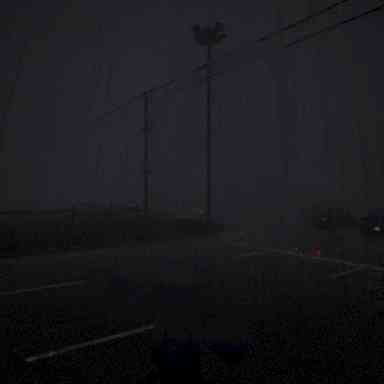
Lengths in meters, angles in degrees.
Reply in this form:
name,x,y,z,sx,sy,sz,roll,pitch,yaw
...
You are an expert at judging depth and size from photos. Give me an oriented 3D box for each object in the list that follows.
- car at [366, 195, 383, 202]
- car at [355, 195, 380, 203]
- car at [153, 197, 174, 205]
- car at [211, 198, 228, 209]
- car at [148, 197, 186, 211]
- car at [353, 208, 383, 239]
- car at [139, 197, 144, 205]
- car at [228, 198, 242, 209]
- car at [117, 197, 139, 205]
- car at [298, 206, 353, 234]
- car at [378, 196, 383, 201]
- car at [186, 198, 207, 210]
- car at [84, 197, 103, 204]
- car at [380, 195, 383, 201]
name,x,y,z,sx,sy,sz,roll,pitch,yaw
car,44.674,1.525,80.405,1.812,1.442,4.674,0,0,-14
car,38.815,1.413,73.037,2.097,1.767,4.553,0,0,-7
car,-5.322,1.591,61.343,1.994,1.385,4.181,0,0,-36
car,2.118,1.501,45.141,1.882,1.535,5.008,0,0,-36
car,-3.151,1.522,40.483,1.837,1.490,4.892,0,0,-36
car,10.118,1.491,16.469,5.008,1.535,1.882,0,0,-41
car,-8.131,1.572,59.233,2.033,1.411,5.357,0,0,-36
car,5.035,1.552,47.085,1.812,1.442,4.674,0,0,-36
car,-11.479,1.586,57.882,1.994,1.385,4.181,0,0,-36
car,7.863,1.539,19.136,4.674,1.442,1.812,0,0,-42
car,48.080,1.590,81.205,1.895,1.301,4.718,0,0,-14
car,-0.747,1.568,43.124,2.033,1.411,5.357,0,0,-36
car,-18.216,1.567,61.247,2.033,1.411,5.357,0,0,-36
car,42.491,1.283,69.509,2.150,2.045,5.566,0,0,0
